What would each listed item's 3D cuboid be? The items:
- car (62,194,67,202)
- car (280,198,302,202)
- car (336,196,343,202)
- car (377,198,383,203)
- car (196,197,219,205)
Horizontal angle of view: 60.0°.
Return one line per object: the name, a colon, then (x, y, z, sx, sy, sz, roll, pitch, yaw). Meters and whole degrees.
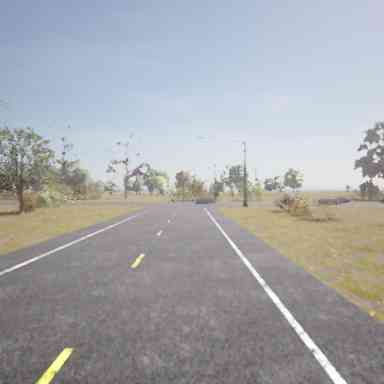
car: (-27.285, 1.225, 65.921, 4.553, 1.767, 2.097, 0, 0, -2)
car: (19.935, 1.585, 67.254, 4.674, 1.442, 1.812, 0, 0, -2)
car: (25.135, 1.654, 60.393, 4.181, 1.385, 1.994, 0, 0, -2)
car: (40.506, 1.603, 67.864, 5.008, 1.535, 1.882, 0, 0, -2)
car: (2.784, 1.558, 59.748, 4.181, 1.385, 1.994, 0, 0, -1)
